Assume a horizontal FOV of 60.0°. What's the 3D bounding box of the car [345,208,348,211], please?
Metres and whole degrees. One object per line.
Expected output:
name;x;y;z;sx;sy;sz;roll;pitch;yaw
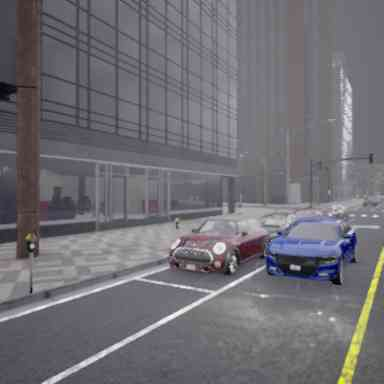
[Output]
car;12.566;1.717;29.035;1.752;1.417;4.829;0;-1;32

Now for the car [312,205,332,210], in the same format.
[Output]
car;6.841;1.681;19.943;1.887;1.381;4.507;0;-1;32

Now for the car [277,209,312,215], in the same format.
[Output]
car;3.934;1.660;15.326;2.008;1.369;4.403;0;-1;32

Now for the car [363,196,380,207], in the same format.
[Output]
car;32.589;1.706;60.835;2.192;1.841;5.009;-1;-1;32

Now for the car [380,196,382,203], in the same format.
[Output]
car;38.385;2.033;70.035;1.802;1.307;4.206;-1;-1;32

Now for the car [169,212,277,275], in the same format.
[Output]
car;1.025;1.522;10.709;1.967;1.590;4.097;0;-1;32

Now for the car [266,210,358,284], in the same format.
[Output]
car;3.810;1.547;10.133;1.882;1.535;5.008;0;0;32

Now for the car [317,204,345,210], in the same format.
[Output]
car;9.749;1.604;24.562;1.967;1.590;4.097;0;-1;32
